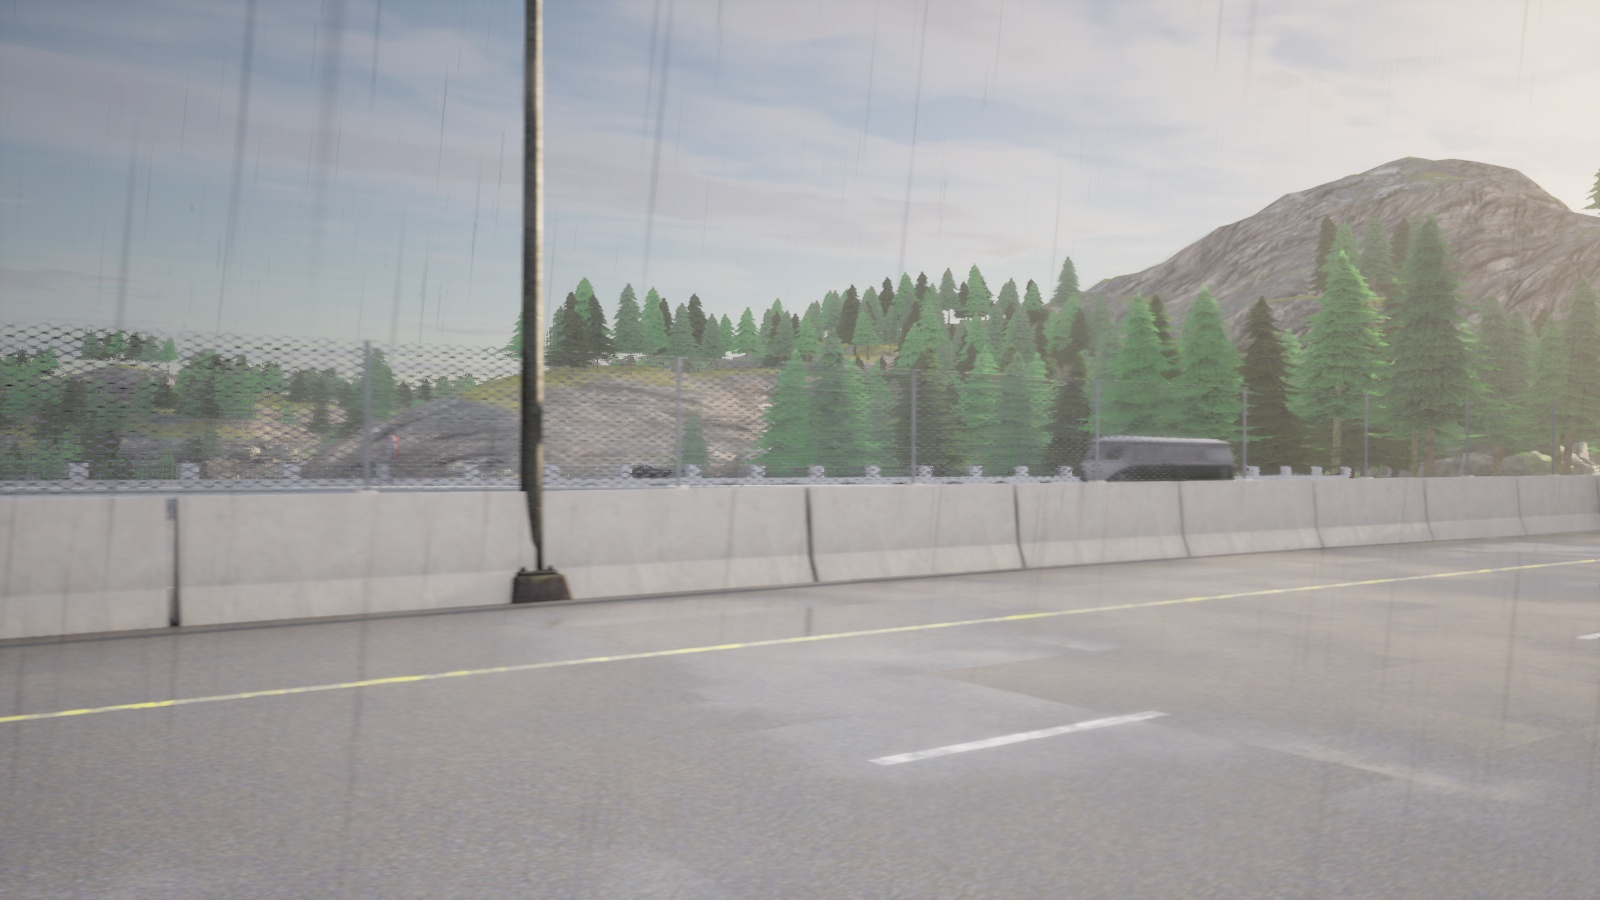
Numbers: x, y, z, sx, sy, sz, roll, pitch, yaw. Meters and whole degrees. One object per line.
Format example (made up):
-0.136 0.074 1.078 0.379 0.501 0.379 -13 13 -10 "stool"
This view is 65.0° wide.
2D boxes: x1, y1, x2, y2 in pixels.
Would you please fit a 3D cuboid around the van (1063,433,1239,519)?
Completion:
8.724 0.620 31.053 4.442 1.987 1.775 1 -1 -35 "van"
